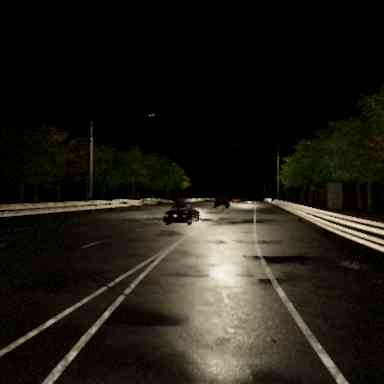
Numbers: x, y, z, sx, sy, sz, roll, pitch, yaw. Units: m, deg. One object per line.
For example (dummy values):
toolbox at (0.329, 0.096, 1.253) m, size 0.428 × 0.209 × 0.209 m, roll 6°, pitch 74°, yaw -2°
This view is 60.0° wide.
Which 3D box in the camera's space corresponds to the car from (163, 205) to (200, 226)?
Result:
car at (-0.670, 1.671, 24.836) m, size 2.033 × 1.411 × 5.357 m, roll 0°, pitch 0°, yaw 11°

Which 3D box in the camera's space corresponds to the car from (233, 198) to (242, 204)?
car at (12.040, 2.484, 91.402) m, size 1.882 × 1.535 × 5.008 m, roll 0°, pitch -1°, yaw 11°

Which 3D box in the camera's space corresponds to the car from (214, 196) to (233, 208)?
car at (5.019, 1.604, 54.948) m, size 2.150 × 2.045 × 5.566 m, roll 0°, pitch -1°, yaw 11°
